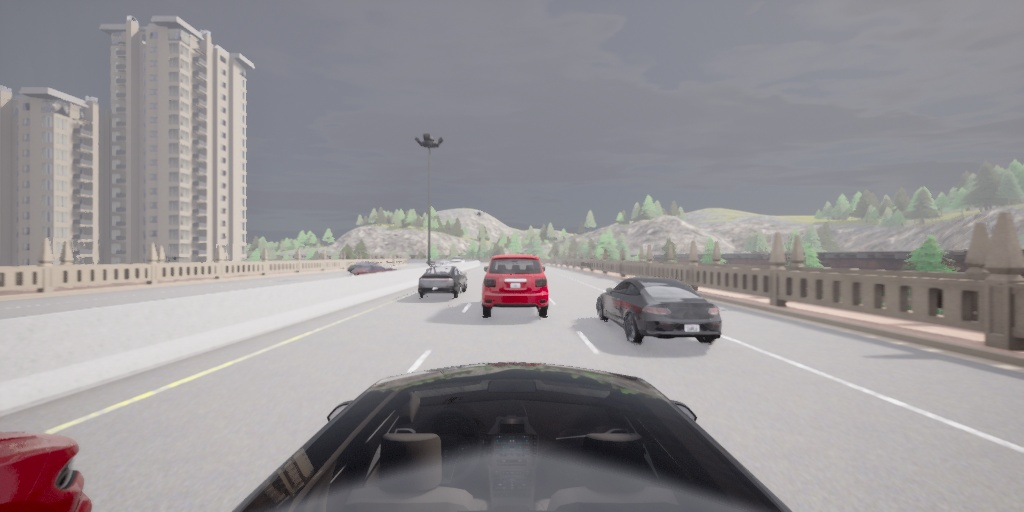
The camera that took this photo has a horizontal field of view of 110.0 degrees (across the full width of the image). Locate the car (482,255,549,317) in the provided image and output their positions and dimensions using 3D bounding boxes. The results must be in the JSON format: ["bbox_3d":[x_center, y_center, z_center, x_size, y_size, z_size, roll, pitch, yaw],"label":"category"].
[{"bbox_3d":[0.104,0.974,13.390,2.150,2.045,5.566,0,0,0],"label":"car"}]

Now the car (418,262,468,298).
[{"bbox_3d":[-3.395,1.246,18.220,2.128,1.511,4.902,0,0,0],"label":"car"}]

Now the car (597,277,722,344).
[{"bbox_3d":[3.603,1.278,9.473,1.812,1.442,4.674,0,0,0],"label":"car"}]

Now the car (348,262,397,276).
[{"bbox_3d":[-10.590,1.362,28.035,1.895,1.301,4.718,0,0,0],"label":"car"}]
